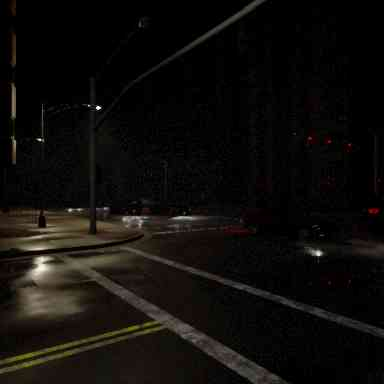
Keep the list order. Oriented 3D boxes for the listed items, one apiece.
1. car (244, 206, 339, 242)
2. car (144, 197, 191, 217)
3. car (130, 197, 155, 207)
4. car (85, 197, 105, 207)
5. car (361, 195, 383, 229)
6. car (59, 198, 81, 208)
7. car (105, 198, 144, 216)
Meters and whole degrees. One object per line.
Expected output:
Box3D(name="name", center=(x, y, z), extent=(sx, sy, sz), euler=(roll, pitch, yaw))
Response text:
Box3D(name="car", center=(4.798, 1.477, 16.664), extent=(1.882, 1.535, 5.008), euler=(0, 0, -36))
Box3D(name="car", center=(-2.251, 1.547, 32.258), extent=(2.033, 1.411, 5.357), euler=(0, 0, -36))
Box3D(name="car", center=(-7.830, 1.526, 52.079), extent=(1.812, 1.442, 4.674), euler=(0, 0, -37))
Box3D(name="car", center=(-14.282, 1.511, 48.896), extent=(1.837, 1.490, 4.892), euler=(0, 0, -36))
Box3D(name="car", center=(12.737, 1.220, 19.001), extent=(5.566, 2.045, 2.150), euler=(0, 1, 11))
Box3D(name="car", center=(-17.421, 1.578, 47.269), extent=(2.033, 1.411, 5.357), euler=(0, 0, -36))
Box3D(name="car", center=(-6.433, 1.564, 32.057), extent=(1.994, 1.385, 4.181), euler=(0, 0, -36))
